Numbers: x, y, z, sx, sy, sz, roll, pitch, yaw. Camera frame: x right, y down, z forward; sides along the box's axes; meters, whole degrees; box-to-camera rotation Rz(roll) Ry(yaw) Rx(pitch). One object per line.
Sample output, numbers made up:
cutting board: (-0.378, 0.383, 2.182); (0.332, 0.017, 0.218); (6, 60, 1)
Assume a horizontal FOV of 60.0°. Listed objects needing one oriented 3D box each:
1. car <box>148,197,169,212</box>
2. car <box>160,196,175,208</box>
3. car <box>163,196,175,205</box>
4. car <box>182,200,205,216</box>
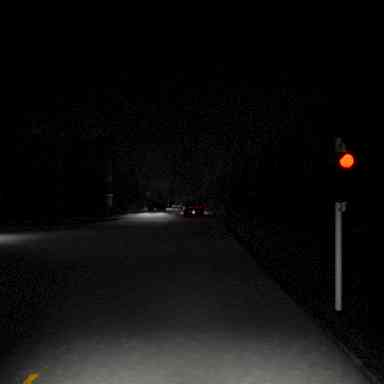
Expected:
car: (-4.099, 1.601, 39.424); (1.895, 1.301, 4.718); (0, 0, 0)
car: (-4.087, 1.352, 48.387); (2.097, 1.767, 4.553); (0, 0, 0)
car: (-4.054, 1.525, 58.541); (1.812, 1.442, 4.674); (0, 0, 0)
car: (0.139, 1.506, 31.899); (1.837, 1.490, 4.892); (0, 1, 0)
